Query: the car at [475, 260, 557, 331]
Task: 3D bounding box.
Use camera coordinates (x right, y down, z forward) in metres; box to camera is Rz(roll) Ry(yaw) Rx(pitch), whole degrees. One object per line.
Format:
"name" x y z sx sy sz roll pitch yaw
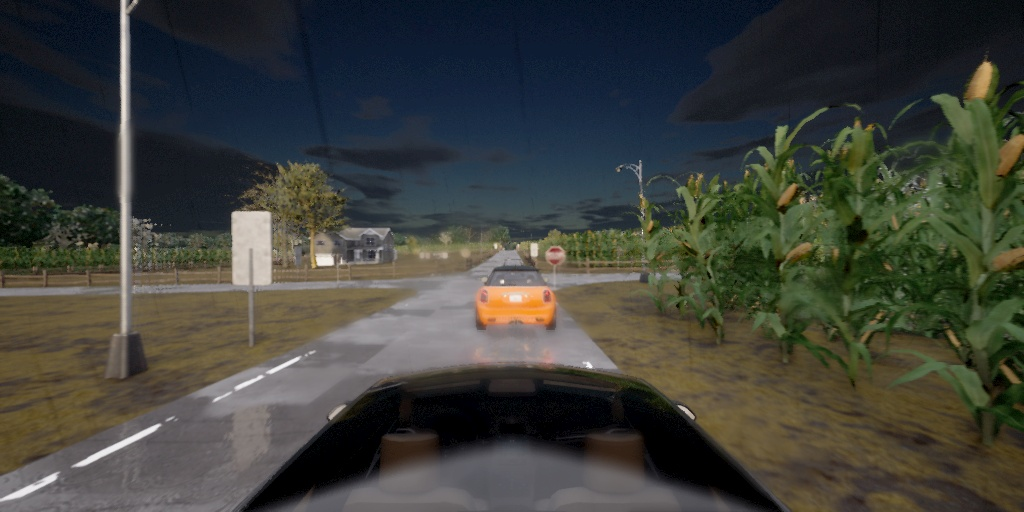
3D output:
"car" 0.100 1.059 10.995 2.097 1.767 4.553 0 1 0

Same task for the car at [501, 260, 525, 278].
"car" 0.072 1.034 30.919 1.895 1.301 4.718 -1 1 0
